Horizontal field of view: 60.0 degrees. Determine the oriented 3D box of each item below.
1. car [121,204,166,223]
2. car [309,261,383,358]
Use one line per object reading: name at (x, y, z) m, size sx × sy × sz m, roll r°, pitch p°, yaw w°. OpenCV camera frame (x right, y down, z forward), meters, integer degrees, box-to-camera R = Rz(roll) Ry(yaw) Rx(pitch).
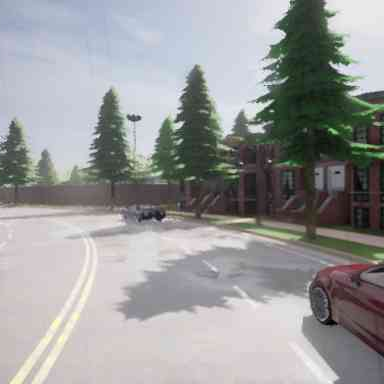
car at (-3.803, 1.555, 25.062) m, size 1.895 × 1.301 × 4.718 m, roll -1°, pitch 0°, yaw -31°
car at (3.151, 1.483, 4.075) m, size 1.812 × 1.442 × 4.674 m, roll 0°, pitch 0°, yaw -5°
